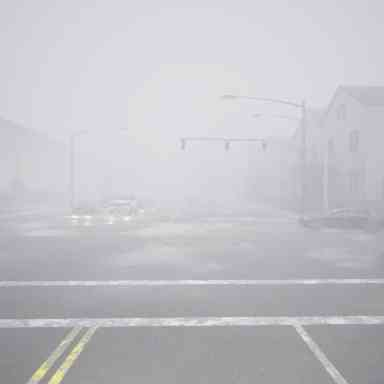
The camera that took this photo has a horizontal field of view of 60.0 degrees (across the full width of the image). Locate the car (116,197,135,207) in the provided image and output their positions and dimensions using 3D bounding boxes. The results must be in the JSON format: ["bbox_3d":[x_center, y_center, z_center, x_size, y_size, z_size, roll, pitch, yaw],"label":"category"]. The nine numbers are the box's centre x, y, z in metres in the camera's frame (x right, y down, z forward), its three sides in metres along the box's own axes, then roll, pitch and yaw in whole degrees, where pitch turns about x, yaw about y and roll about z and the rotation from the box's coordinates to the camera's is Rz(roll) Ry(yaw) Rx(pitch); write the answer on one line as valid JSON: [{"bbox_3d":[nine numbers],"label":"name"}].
[{"bbox_3d":[-10.542,1.547,53.416,2.033,1.411,5.357,0,0,0],"label":"car"}]

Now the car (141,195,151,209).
[{"bbox_3d":[-7.055,1.505,44.267,1.837,1.490,4.892,0,0,0],"label":"car"}]

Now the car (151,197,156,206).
[{"bbox_3d":[-7.034,1.477,54.796,1.882,1.535,5.008,0,0,0],"label":"car"}]

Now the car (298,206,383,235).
[{"bbox_3d":[8.691,1.551,19.177,4.902,1.511,2.128,2,0,15],"label":"car"}]

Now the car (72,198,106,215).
[{"bbox_3d":[-10.566,1.564,33.686,1.994,1.385,4.181,0,0,0],"label":"car"}]

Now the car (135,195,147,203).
[{"bbox_3d":[-10.431,1.418,68.590,1.812,1.442,4.674,0,0,0],"label":"car"}]

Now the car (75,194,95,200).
[{"bbox_3d":[-28.880,1.452,89.786,2.038,1.542,4.974,0,0,29],"label":"car"}]

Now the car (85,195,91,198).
[{"bbox_3d":[-28.095,1.452,84.419,2.038,1.542,4.974,0,0,-36],"label":"car"}]

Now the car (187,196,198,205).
[{"bbox_3d":[0.059,1.491,58.669,2.128,1.511,4.902,0,0,0],"label":"car"}]

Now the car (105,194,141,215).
[{"bbox_3d":[-7.066,1.221,34.714,2.150,2.045,5.566,0,0,0],"label":"car"}]

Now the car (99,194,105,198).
[{"bbox_3d":[-10.557,1.221,42.945,2.150,2.045,5.566,0,0,0],"label":"car"}]

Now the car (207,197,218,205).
[{"bbox_3d":[3.558,1.599,58.695,1.895,1.301,4.718,0,0,0],"label":"car"}]
